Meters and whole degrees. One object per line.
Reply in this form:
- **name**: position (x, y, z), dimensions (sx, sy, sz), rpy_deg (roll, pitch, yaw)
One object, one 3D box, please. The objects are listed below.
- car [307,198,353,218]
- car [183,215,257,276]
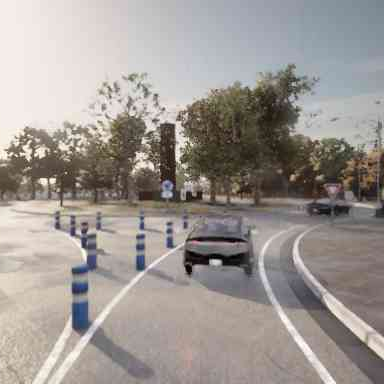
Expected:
- **car**: position (11.266, 1.208, 26.997), dimensions (5.008, 1.535, 1.882), rpy_deg (-1, 1, -42)
- **car**: position (0.952, 1.461, 10.357), dimensions (2.128, 1.511, 4.902), rpy_deg (0, 0, 9)
